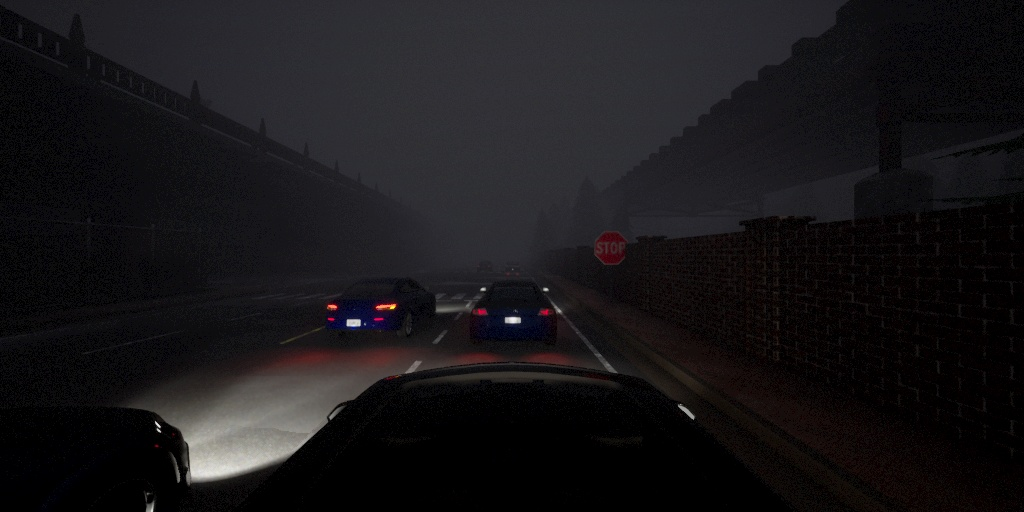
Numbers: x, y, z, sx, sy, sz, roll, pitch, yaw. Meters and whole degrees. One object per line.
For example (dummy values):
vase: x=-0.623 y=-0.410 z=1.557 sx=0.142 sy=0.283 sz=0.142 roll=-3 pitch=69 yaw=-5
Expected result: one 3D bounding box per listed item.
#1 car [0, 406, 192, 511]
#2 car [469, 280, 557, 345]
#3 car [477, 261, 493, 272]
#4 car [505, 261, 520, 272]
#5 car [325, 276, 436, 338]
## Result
car: x=-3.399 y=1.314 z=0.935 sx=1.994 sy=1.385 sz=4.181 roll=0 pitch=0 yaw=0
car: x=0.062 y=1.314 z=9.511 sx=1.994 sy=1.385 sz=4.181 roll=0 pitch=0 yaw=1
car: x=-3.429 y=1.297 z=46.049 sx=2.033 sy=1.411 sz=5.357 roll=0 pitch=0 yaw=-1
car: x=0.065 y=1.351 z=46.240 sx=1.895 sy=1.301 sz=4.718 roll=0 pitch=0 yaw=-1
car: x=-3.420 y=1.276 z=10.031 sx=1.812 sy=1.442 sz=4.674 roll=0 pitch=0 yaw=0
